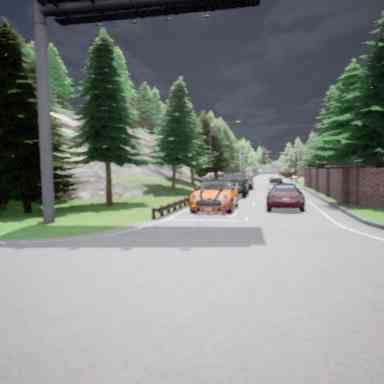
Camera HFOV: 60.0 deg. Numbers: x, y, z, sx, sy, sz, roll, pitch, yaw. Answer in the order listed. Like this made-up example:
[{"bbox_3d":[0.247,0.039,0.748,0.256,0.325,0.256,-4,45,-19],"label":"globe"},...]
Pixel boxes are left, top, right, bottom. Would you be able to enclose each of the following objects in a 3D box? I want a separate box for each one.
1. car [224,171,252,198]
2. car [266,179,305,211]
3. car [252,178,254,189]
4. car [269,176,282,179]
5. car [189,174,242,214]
[{"bbox_3d":[3.518,-0.666,27.545,2.150,2.045,5.566,0,4,13],"label":"car"},{"bbox_3d":[5.185,0.202,18.628,1.994,1.385,4.181,0,4,14],"label":"car"},{"bbox_3d":[5.732,-1.162,37.027,2.097,1.767,4.553,0,4,13],"label":"car"},{"bbox_3d":[12.275,-1.760,48.866,1.895,1.301,4.718,0,4,13],"label":"car"},{"bbox_3d":[1.278,0.100,17.928,2.097,1.767,4.553,0,4,13],"label":"car"}]
